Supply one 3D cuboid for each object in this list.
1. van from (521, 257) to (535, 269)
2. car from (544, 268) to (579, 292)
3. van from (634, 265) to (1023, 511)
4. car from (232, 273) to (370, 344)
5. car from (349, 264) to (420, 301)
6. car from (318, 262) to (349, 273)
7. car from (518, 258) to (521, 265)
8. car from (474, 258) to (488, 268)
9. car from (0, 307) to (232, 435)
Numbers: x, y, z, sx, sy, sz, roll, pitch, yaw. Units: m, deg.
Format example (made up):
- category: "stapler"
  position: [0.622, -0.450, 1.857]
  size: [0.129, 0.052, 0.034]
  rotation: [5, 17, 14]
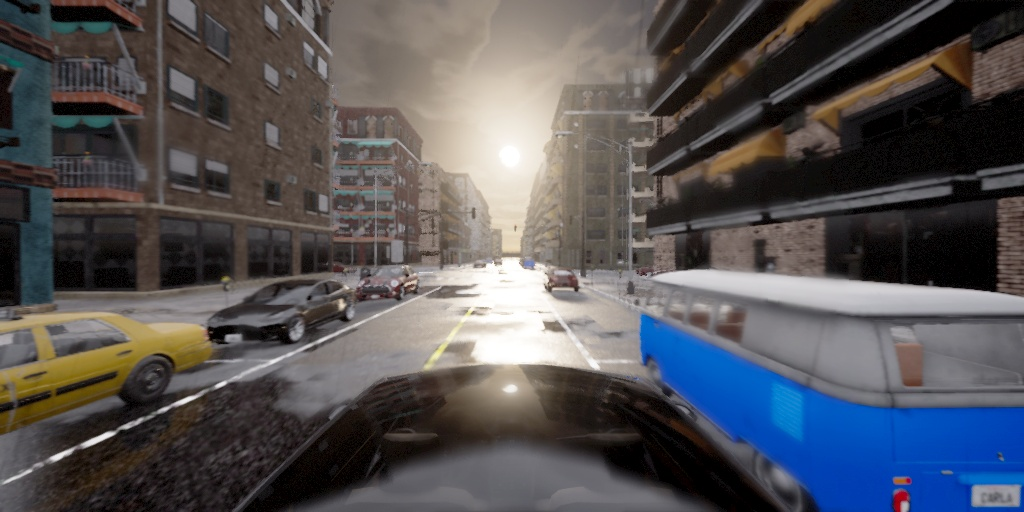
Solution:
- category: "van"
  position: [2.805, 1.120, 58.718]
  size: [1.690, 1.789, 3.998]
  rotation: [0, 0, 0]
- category: "car"
  position: [2.793, 1.322, 20.818]
  size: [1.802, 1.307, 4.207]
  rotation: [0, 0, 0]
- category: "van"
  position: [2.689, 1.089, 3.838]
  size: [1.690, 1.789, 3.998]
  rotation: [0, 0, 0]
- category: "car"
  position: [-5.693, 1.309, 9.524]
  size: [1.948, 1.339, 4.313]
  rotation: [0, 0, 0]
- category: "car"
  position: [-5.737, 1.180, 17.035]
  size: [1.967, 1.591, 4.097]
  rotation: [0, 0, 0]
- category: "car"
  position: [-17.750, 1.211, 35.998]
  size: [4.207, 1.307, 1.802]
  rotation: [0, 0, 0]
- category: "car"
  position: [2.715, 1.105, 64.215]
  size: [2.192, 1.841, 5.009]
  rotation: [0, 0, 0]
- category: "car"
  position: [-5.851, 1.372, 64.263]
  size: [1.802, 1.307, 4.207]
  rotation: [0, 0, 0]
- category: "car"
  position: [-5.691, 1.273, 3.693]
  size: [1.751, 1.417, 4.829]
  rotation: [0, 0, 0]
